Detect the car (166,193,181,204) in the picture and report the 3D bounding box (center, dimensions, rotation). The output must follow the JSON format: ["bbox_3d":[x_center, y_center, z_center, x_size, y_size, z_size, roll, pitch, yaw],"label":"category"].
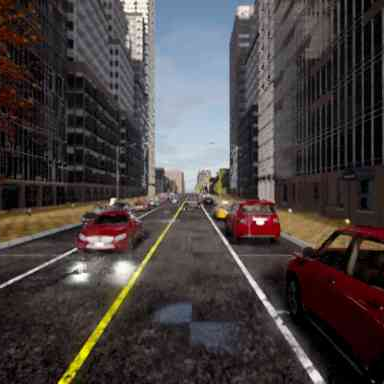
[{"bbox_3d":[-3.002,1.354,59.816,2.128,1.511,4.902,0,0,0],"label":"car"}]

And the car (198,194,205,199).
[{"bbox_3d":[2.692,1.274,95.383,1.752,1.417,4.829,0,0,0],"label":"car"}]

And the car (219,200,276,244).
[{"bbox_3d":[2.694,1.284,15.524,2.192,1.841,5.009,0,0,0],"label":"car"}]

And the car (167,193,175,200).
[{"bbox_3d":[-5.688,1.208,89.534,1.967,1.590,4.097,0,0,0],"label":"car"}]

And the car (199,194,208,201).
[{"bbox_3d":[2.693,1.243,78.136,1.967,1.590,4.097,0,0,0],"label":"car"}]

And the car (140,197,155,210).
[{"bbox_3d":[-5.687,1.497,38.304,1.802,1.307,4.206,0,0,0],"label":"car"}]

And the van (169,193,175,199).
[{"bbox_3d":[-5.687,1.090,95.227,1.690,1.788,3.998,0,0,0],"label":"van"}]

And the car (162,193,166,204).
[{"bbox_3d":[-5.688,1.398,61.074,1.887,1.381,4.507,0,0,0],"label":"car"}]

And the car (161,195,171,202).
[{"bbox_3d":[-5.688,1.402,72.459,1.802,1.307,4.206,0,0,0],"label":"car"}]

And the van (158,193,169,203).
[{"bbox_3d":[-5.687,1.178,66.766,1.690,1.788,3.998,0,0,0],"label":"van"}]

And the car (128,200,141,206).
[{"bbox_3d":[-5.688,1.509,26.921,1.947,1.339,4.313,0,0,0],"label":"car"}]

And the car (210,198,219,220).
[{"bbox_3d":[2.693,1.468,27.078,1.752,1.417,4.829,0,0,0],"label":"car"}]

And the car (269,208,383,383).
[{"bbox_3d":[2.694,1.307,4.139,2.192,1.841,5.009,0,0,0],"label":"car"}]

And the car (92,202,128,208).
[{"bbox_3d":[-5.687,1.507,21.228,2.008,1.369,4.403,0,0,0],"label":"car"}]

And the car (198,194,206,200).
[{"bbox_3d":[2.692,1.350,89.521,1.802,1.307,4.206,0,0,0],"label":"car"}]

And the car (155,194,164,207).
[{"bbox_3d":[-5.688,1.435,49.690,2.008,1.369,4.403,0,0,0],"label":"car"}]

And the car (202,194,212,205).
[{"bbox_3d":[2.693,1.435,55.369,1.947,1.339,4.313,0,0,0],"label":"car"}]

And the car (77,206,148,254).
[{"bbox_3d":[-3.102,1.499,13.468,1.812,1.442,4.674,0,0,0],"label":"car"}]

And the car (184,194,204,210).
[{"bbox_3d":[0.099,1.399,41.601,2.128,1.511,4.902,0,0,0],"label":"car"}]
